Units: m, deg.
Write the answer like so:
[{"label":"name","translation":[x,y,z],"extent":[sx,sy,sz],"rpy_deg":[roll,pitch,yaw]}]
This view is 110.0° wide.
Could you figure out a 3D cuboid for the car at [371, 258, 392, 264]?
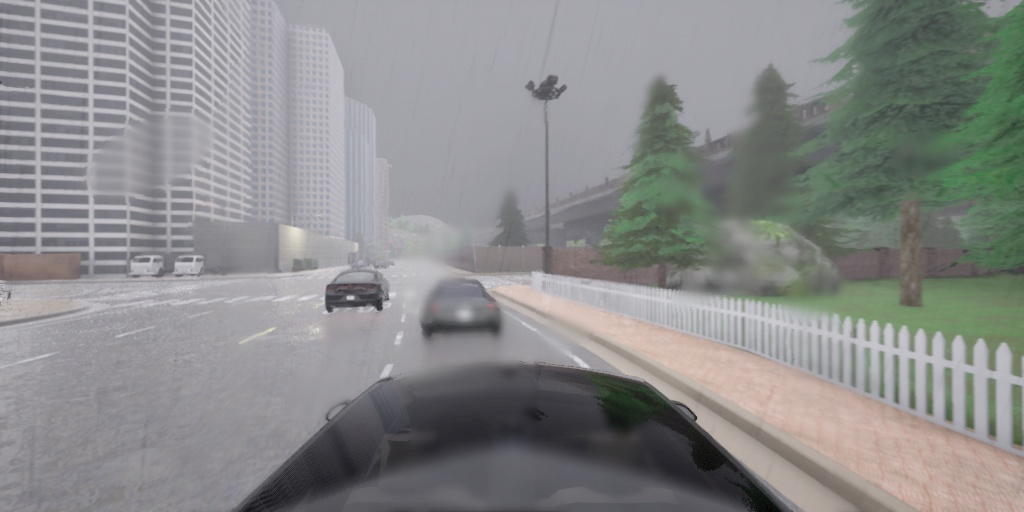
[{"label":"car","translation":[-21.984,1.484,60.660],"extent":[2.033,1.411,5.357],"rpy_deg":[0,0,-14]}]

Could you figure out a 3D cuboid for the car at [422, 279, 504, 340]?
[{"label":"car","translation":[-1.504,1.331,10.230],"extent":[1.994,1.385,4.181],"rpy_deg":[0,0,-12]}]

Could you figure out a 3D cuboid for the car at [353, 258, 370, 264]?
[{"label":"car","translation":[-25.372,1.480,59.765],"extent":[1.812,1.442,4.674],"rpy_deg":[0,0,-14]}]

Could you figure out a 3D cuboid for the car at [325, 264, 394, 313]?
[{"label":"car","translation":[-6.081,1.276,14.574],"extent":[1.882,1.535,5.008],"rpy_deg":[0,0,-14]}]
